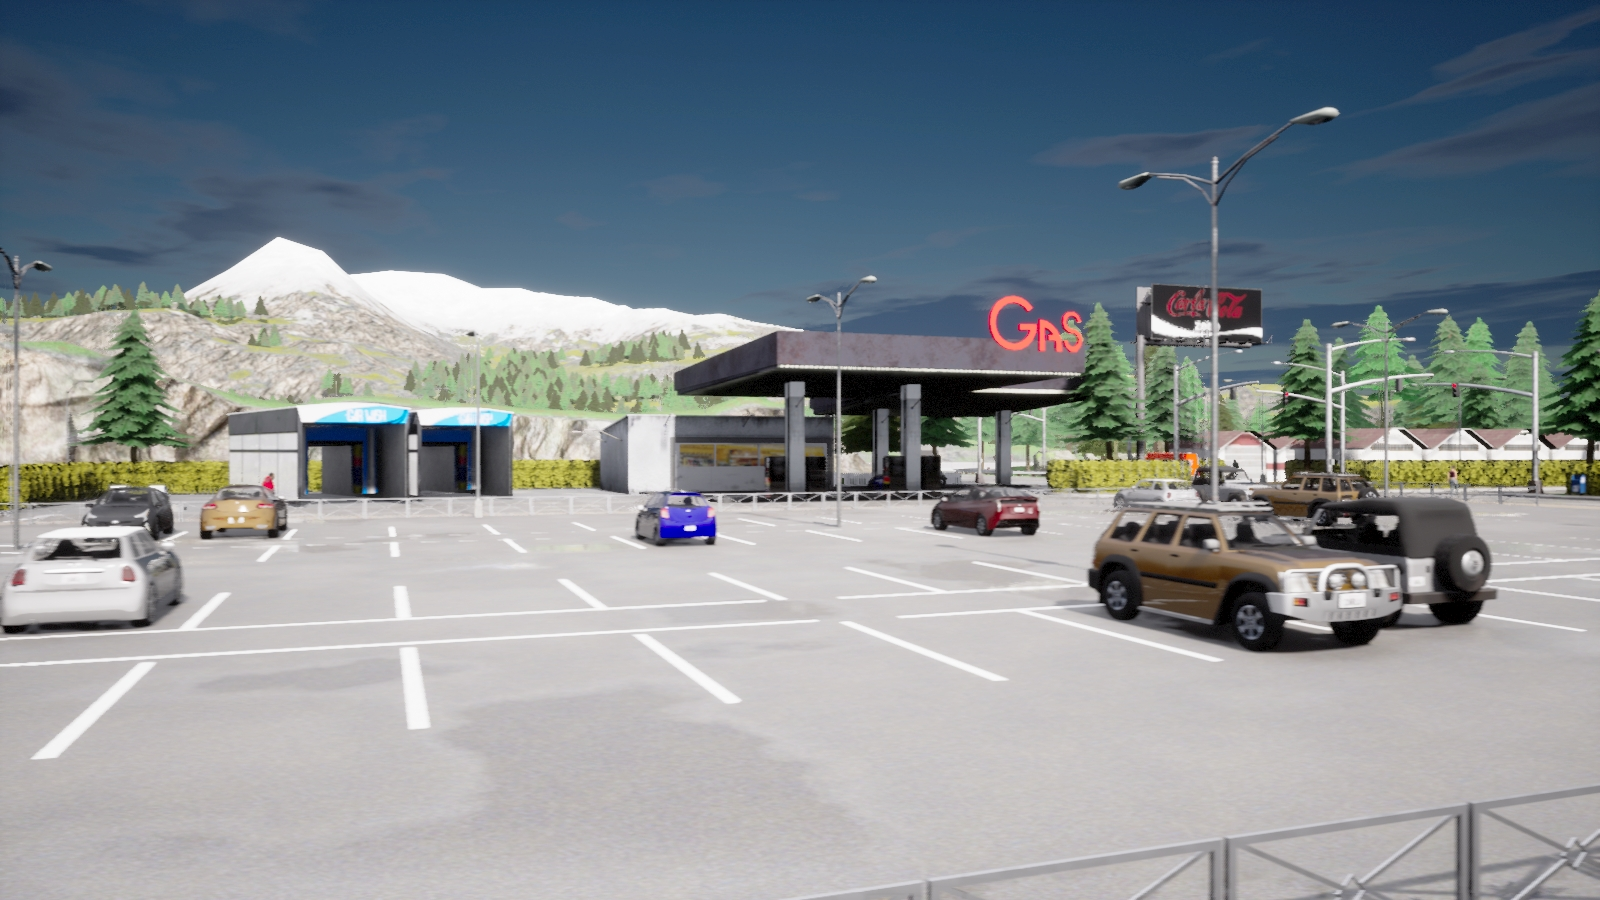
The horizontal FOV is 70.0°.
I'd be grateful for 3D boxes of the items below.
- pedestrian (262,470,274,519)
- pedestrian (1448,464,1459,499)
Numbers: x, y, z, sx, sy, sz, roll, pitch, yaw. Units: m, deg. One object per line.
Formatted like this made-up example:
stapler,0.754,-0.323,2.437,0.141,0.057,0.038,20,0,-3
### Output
pedestrian,-20.471,1.691,43.960,0.375,1.860,0.375,0,0,-20
pedestrian,34.846,1.658,60.938,0.375,1.860,0.375,0,0,-36
